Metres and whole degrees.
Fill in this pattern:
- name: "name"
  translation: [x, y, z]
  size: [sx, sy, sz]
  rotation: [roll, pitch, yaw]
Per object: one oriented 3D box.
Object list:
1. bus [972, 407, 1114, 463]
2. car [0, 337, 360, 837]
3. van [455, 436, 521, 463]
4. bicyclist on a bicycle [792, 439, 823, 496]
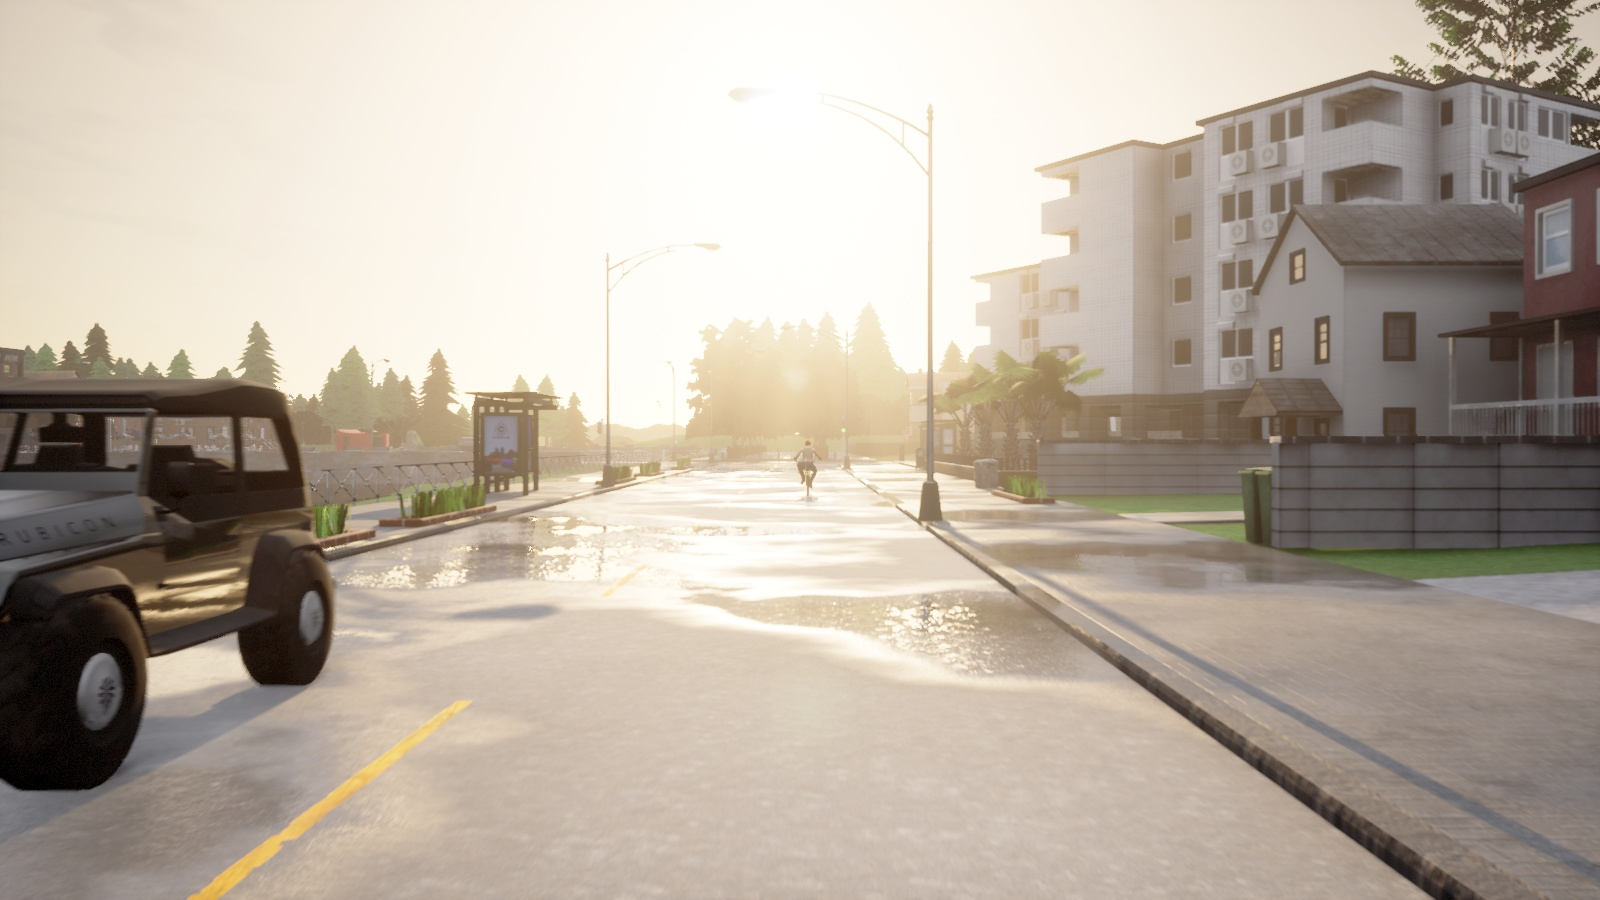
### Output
- name: "bus"
  translation: [18.799, -1.165, 97.608]
  size: [10.273, 4.253, 3.944]
  rotation: [0, 0, 0]
- name: "car"
  translation: [-3.947, 0.502, 6.578]
  size: [1.905, 1.878, 3.866]
  rotation: [0, 0, 0]
- name: "van"
  translation: [-23.354, -0.052, 94.065]
  size: [4.442, 1.987, 1.775]
  rotation: [0, 0, 0]
- name: "bicyclist on a bicycle"
  translation: [0.222, 0.480, 35.981]
  size: [0.866, 1.612, 1.509]
  rotation: [0, 0, 0]
